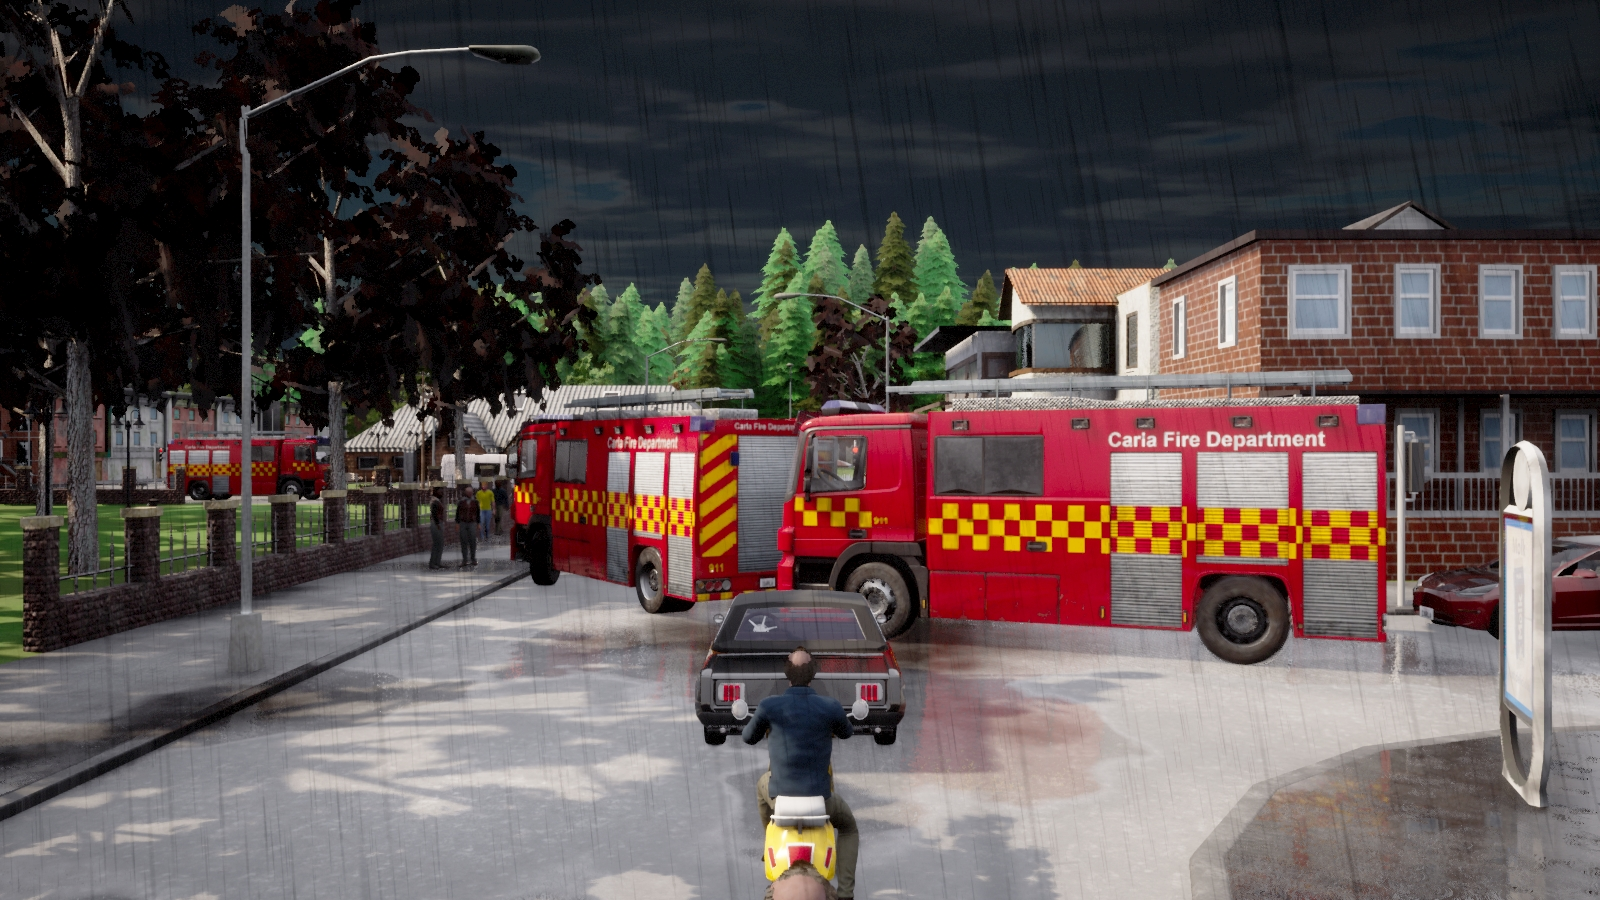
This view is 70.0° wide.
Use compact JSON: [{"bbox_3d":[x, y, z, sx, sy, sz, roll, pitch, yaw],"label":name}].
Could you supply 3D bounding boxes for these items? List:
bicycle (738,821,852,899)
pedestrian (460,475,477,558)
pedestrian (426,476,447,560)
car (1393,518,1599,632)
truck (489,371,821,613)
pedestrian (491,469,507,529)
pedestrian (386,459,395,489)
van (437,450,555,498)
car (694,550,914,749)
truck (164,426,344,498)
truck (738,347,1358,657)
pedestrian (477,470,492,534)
[{"bbox_3d":[-0.015,1.938,3.086,0.329,1.271,1.835,0,0,0],"label":"bicycle"},{"bbox_3d":[-7.573,1.514,26.072,0.375,1.860,0.375,0,0,-16],"label":"pedestrian"},{"bbox_3d":[-8.151,1.514,25.639,0.375,1.860,0.375,0,0,-6],"label":"pedestrian"},{"bbox_3d":[11.933,1.835,17.293,4.792,1.488,2.163,0,0,0],"label":"car"},{"bbox_3d":[-3.229,0.662,22.435,2.891,3.827,8.468,0,0,-34],"label":"truck"},{"bbox_3d":[-9.362,1.510,35.540,0.375,1.860,0.375,0,0,0],"label":"pedestrian"},{"bbox_3d":[-25.388,1.496,70.790,0.375,1.860,0.375,0,0,9],"label":"pedestrian"},{"bbox_3d":[-16.613,1.289,62.612,5.915,2.561,1.988,0,0,0],"label":"van"},{"bbox_3d":[0.033,1.930,12.217,1.895,1.301,4.718,0,0,0],"label":"car"},{"bbox_3d":[-29.853,0.645,62.699,8.468,3.827,2.891,0,0,1],"label":"truck"},{"bbox_3d":[3.530,0.662,17.072,8.468,3.827,2.891,0,0,23],"label":"truck"},{"bbox_3d":[-9.234,1.512,33.431,0.375,1.860,0.375,0,0,-4],"label":"pedestrian"}]
